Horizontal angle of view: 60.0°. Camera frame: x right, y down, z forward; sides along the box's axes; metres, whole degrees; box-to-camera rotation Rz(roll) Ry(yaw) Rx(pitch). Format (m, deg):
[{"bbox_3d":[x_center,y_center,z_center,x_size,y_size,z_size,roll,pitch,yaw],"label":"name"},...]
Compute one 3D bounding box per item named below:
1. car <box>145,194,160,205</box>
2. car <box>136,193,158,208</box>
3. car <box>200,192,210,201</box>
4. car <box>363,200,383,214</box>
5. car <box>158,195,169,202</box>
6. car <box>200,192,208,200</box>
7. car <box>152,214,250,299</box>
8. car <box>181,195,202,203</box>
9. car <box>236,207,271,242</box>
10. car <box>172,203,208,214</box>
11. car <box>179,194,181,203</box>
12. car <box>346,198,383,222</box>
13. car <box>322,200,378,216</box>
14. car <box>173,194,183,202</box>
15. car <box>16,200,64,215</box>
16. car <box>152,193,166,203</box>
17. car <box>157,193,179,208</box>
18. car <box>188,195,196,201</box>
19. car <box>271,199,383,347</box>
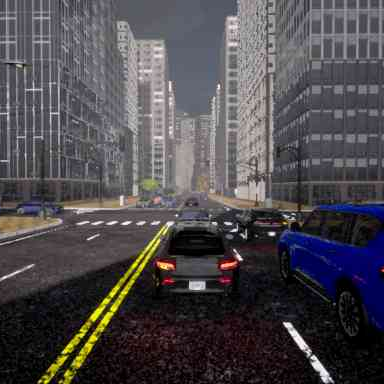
[{"bbox_3d":[-6.635,1.309,56.512,2.097,1.767,4.553,0,0,0],"label":"car"},{"bbox_3d":[-6.669,1.318,47.873,2.097,1.767,4.553,0,0,1],"label":"car"},{"bbox_3d":[3.181,1.443,79.630,1.812,1.442,4.674,0,0,0],"label":"car"},{"bbox_3d":[21.778,1.643,36.725,4.829,1.417,1.752,1,0,1],"label":"car"},{"bbox_3d":[-6.568,1.470,76.937,2.033,1.411,5.357,0,0,0],"label":"car"},{"bbox_3d":[3.172,0.967,89.659,2.150,2.045,5.566,0,0,0],"label":"car"},{"bbox_3d":[0.092,1.522,8.310,1.812,1.442,4.674,0,0,0],"label":"car"},{"bbox_3d":[-0.007,1.449,45.167,1.882,1.535,5.008,0,0,3],"label":"car"},{"bbox_3d":[3.336,1.496,16.314,1.837,1.490,4.892,0,0,0],"label":"car"},{"bbox_3d":[0.086,1.538,17.584,2.033,1.411,5.357,0,0,0],"label":"car"},{"bbox_3d":[-3.385,1.503,57.394,2.033,1.411,5.357,0,0,0],"label":"car"},{"bbox_3d":[16.176,1.519,28.434,5.009,1.841,2.192,1,0,1],"label":"car"},{"bbox_3d":[16.196,1.616,34.219,4.892,1.490,1.837,0,1,0],"label":"car"},{"bbox_3d":[-3.319,1.284,77.418,2.097,1.767,4.553,0,0,0],"label":"car"},{"bbox_3d":[-14.417,1.450,31.643,4.181,1.385,1.994,1,1,-1],"label":"car"},{"bbox_3d":[-6.587,1.168,66.424,2.150,2.045,5.566,0,0,0],"label":"car"},{"bbox_3d":[-3.387,1.318,47.921,2.097,1.767,4.553,0,0,0],"label":"car"},{"bbox_3d":[-0.070,1.443,80.461,1.812,1.442,4.674,0,0,0],"label":"car"},{"bbox_3d":[3.348,1.218,6.453,2.150,2.045,5.566,0,0,0],"label":"car"}]
